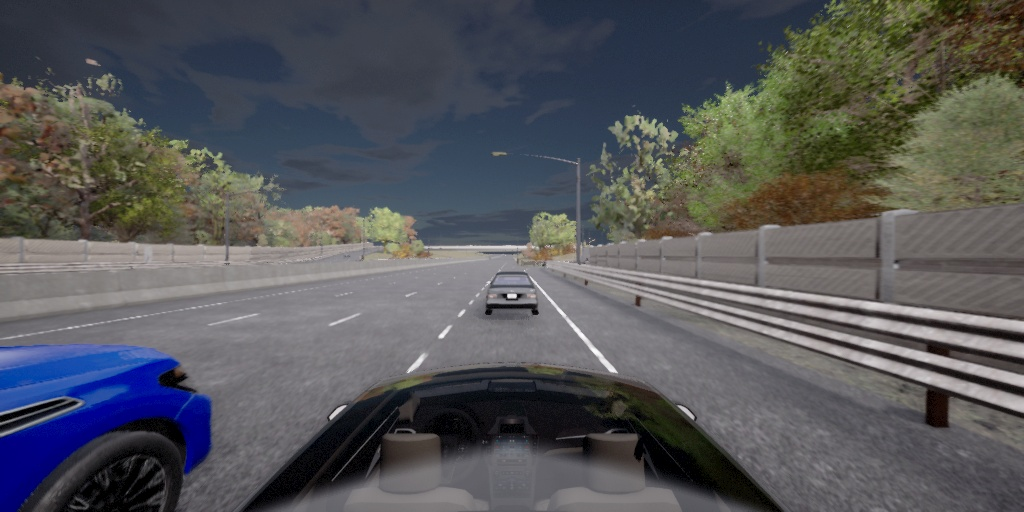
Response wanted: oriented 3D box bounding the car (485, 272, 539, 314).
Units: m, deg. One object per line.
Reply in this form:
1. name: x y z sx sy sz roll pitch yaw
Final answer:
1. car: -0.003 1.297 13.665 2.033 1.411 5.357 0 0 0

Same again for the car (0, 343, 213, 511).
1. car: -3.400 0.972 0.378 2.150 2.045 5.566 0 0 0
